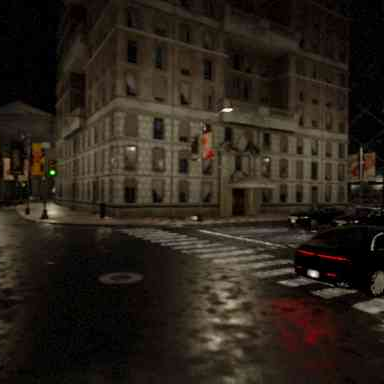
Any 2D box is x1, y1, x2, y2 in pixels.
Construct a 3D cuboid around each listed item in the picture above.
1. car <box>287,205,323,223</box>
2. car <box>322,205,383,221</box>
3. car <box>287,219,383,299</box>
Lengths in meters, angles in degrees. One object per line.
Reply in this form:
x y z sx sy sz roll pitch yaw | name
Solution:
8.902 1.706 23.584 4.902 1.511 2.128 1 0 -31 | car
10.718 1.716 20.593 4.902 1.511 2.128 1 0 -31 | car
4.793 1.638 8.725 4.892 1.490 1.837 1 -1 -31 | car
